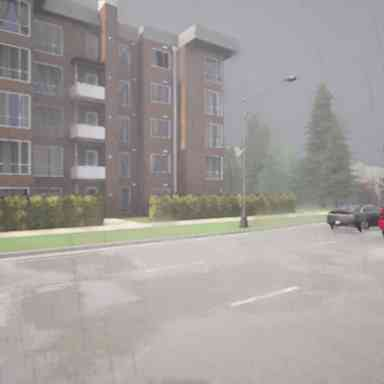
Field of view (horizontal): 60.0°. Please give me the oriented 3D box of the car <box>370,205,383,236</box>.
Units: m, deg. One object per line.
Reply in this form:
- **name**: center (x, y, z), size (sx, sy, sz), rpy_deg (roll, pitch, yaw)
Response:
- **car**: center (11.193, 1.175, 16.027), size (5.566, 2.045, 2.150), rpy_deg (0, 0, -35)

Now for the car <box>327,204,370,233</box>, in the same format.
- **car**: center (9.844, 1.443, 19.363), size (4.902, 1.511, 2.128), rpy_deg (0, 0, -35)
